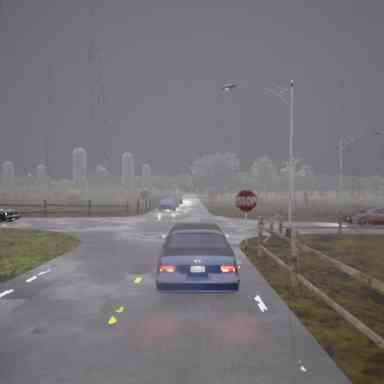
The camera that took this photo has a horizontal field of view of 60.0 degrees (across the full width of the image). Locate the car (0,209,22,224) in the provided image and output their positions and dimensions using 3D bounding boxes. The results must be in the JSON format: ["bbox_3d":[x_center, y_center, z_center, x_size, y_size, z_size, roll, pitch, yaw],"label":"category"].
[{"bbox_3d":[-13.685,1.394,21.460,4.718,1.301,1.895,1,1,0],"label":"car"}]

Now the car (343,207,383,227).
[{"bbox_3d":[13.506,1.820,24.569,4.181,1.385,1.994,1,1,0],"label":"car"}]

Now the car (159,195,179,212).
[{"bbox_3d":[-2.799,1.441,38.819,1.882,1.535,5.008,0,0,-1],"label":"car"}]

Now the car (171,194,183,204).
[{"bbox_3d":[-2.833,1.436,49.254,2.128,1.511,4.902,0,0,0],"label":"car"}]

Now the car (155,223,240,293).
[{"bbox_3d":[0.106,1.542,8.962,2.033,1.411,5.357,0,0,0],"label":"car"}]
